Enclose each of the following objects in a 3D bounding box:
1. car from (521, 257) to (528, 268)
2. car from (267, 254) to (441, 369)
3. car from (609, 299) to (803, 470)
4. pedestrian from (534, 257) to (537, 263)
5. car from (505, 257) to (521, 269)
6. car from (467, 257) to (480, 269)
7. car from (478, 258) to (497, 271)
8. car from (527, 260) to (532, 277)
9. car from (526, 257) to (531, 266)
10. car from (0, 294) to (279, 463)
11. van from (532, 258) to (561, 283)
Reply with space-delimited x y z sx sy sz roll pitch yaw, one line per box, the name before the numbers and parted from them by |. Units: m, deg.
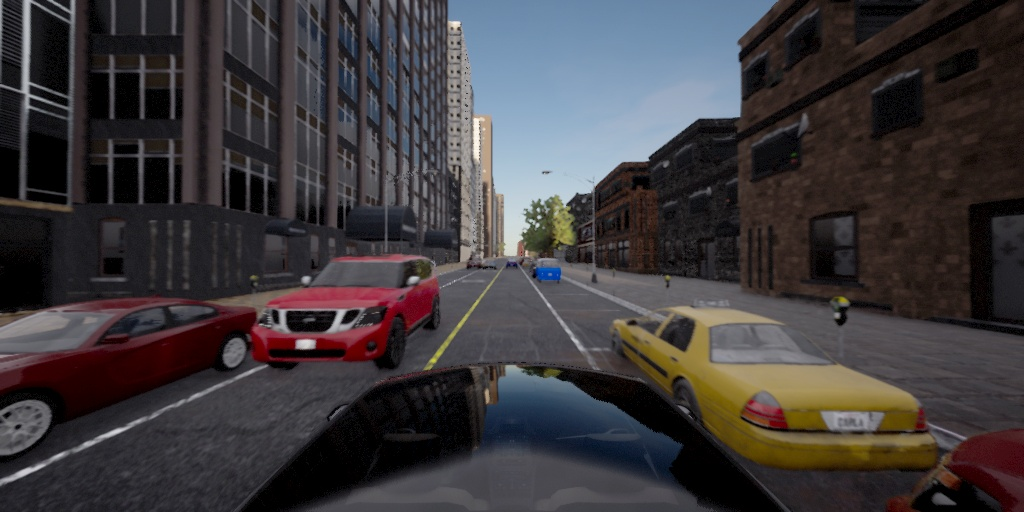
car | 2.662 1.245 60.625 1.751 1.417 4.829 0 0 0
car | -3.103 0.973 8.152 2.150 2.045 5.566 0 0 0
car | 2.692 1.276 5.161 1.751 1.417 4.829 0 0 0
pedestrian | 2.978 1.029 46.164 0.375 1.860 0.375 1 -1 -4
car | -0.027 1.202 56.827 1.882 1.535 5.008 0 0 0
car | -5.716 1.042 54.903 2.192 1.841 5.009 0 0 0
car | -3.090 1.279 50.380 2.033 1.411 5.357 0 0 0
car | 2.677 1.310 32.723 1.948 1.339 4.313 0 0 0
car | 2.980 1.243 43.206 1.837 1.490 4.892 0 0 0
car | -5.689 1.297 4.985 1.888 1.381 4.507 0 0 0
van | 2.680 1.088 27.177 1.690 1.789 3.998 0 0 0
